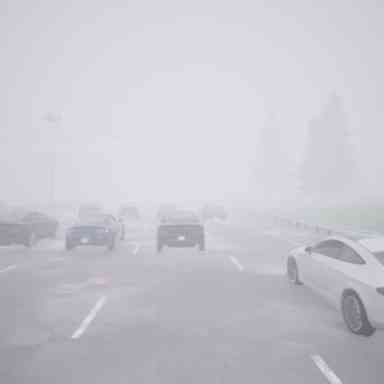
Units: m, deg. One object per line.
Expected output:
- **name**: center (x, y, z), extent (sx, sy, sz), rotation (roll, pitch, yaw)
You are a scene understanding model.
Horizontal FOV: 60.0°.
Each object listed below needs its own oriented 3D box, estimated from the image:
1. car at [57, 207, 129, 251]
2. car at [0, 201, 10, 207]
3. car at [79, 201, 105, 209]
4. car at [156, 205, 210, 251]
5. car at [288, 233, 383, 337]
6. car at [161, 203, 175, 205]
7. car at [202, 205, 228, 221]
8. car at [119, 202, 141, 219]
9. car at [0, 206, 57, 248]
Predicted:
- **car**: center (-4.059, 1.596, 14.401), extent (1.812, 1.442, 4.674), rotation (0, 0, -4)
- **car**: center (-20.488, 1.696, 34.364), extent (1.837, 1.490, 4.892), rotation (0, 0, -7)
- **car**: center (-9.379, 1.631, 31.574), extent (1.882, 1.535, 5.008), rotation (0, 0, -7)
- **car**: center (-0.545, 1.540, 14.546), extent (1.882, 1.535, 5.008), rotation (0, 0, -4)
- **car**: center (3.390, 1.546, 6.586), extent (1.812, 1.442, 4.674), rotation (0, 0, -2)
- **car**: center (-2.199, 1.697, 30.480), extent (1.994, 1.385, 4.181), rotation (0, 0, -7)
- **car**: center (1.611, 1.716, 28.210), extent (1.895, 1.301, 4.718), rotation (0, 0, -7)
- **car**: center (-5.790, 1.669, 30.925), extent (1.812, 1.442, 4.674), rotation (0, 0, -7)
- **car**: center (-7.600, 1.558, 15.069), extent (1.882, 1.535, 5.008), rotation (0, 0, -4)
